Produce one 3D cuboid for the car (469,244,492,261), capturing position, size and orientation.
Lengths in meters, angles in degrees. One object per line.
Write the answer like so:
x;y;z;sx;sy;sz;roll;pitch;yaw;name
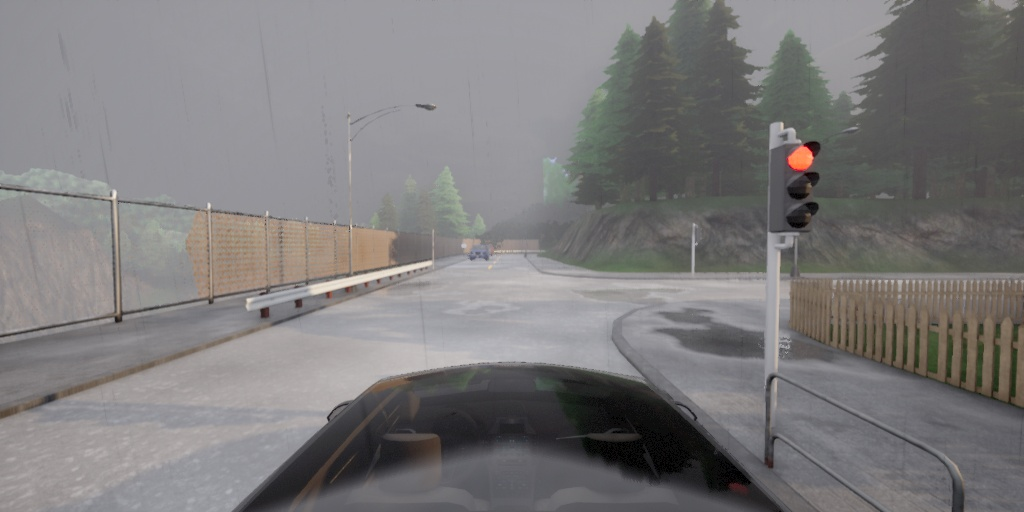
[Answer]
-4.085;-0.427;45.469;2.150;2.045;5.566;0;2;0;car
